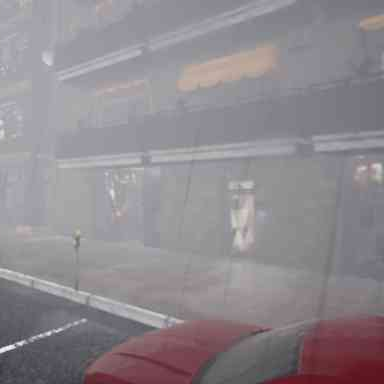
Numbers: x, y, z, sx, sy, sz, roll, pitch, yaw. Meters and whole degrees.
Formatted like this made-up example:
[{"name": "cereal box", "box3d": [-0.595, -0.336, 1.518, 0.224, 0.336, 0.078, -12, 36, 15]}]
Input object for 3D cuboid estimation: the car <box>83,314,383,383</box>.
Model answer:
[{"name": "car", "box3d": [1.146, 1.544, 2.062, 4.507, 1.381, 1.887, 0, 0, 36]}]
